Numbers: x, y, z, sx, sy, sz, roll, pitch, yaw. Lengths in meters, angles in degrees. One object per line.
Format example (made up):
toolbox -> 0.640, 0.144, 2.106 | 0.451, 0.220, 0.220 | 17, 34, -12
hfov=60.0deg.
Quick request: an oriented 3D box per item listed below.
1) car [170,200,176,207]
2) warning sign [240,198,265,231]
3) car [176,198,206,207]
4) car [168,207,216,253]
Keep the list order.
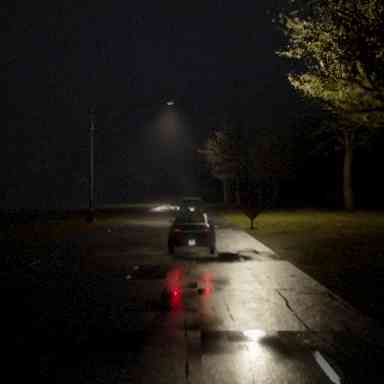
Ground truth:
car -> -3.492, 2.462, 70.967 | 1.994, 1.385, 4.181 | 0, -1, 0
warning sign -> 3.561, 1.325, 19.659 | 1.300, 1.860, 1.060 | 1, 0, 0
car -> 0.004, 1.538, 29.038 | 2.150, 2.045, 5.566 | 0, -1, 0
car -> 0.005, 1.641, 14.313 | 2.128, 1.511, 4.902 | 0, -1, 0
